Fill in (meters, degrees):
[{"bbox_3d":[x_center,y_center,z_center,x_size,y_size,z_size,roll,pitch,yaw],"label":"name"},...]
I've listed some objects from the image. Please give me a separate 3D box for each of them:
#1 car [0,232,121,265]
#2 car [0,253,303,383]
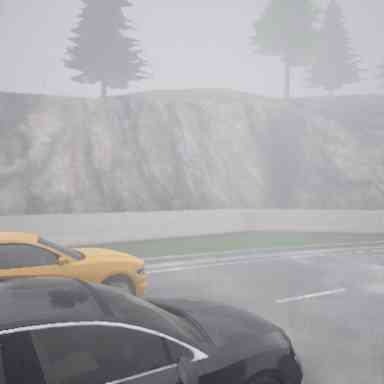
[{"bbox_3d":[-3.192,1.435,5.741,5.008,1.535,1.882,1,0,-35],"label":"car"},{"bbox_3d":[-1.173,1.487,2.601,4.892,1.490,1.837,1,0,-34],"label":"car"}]
